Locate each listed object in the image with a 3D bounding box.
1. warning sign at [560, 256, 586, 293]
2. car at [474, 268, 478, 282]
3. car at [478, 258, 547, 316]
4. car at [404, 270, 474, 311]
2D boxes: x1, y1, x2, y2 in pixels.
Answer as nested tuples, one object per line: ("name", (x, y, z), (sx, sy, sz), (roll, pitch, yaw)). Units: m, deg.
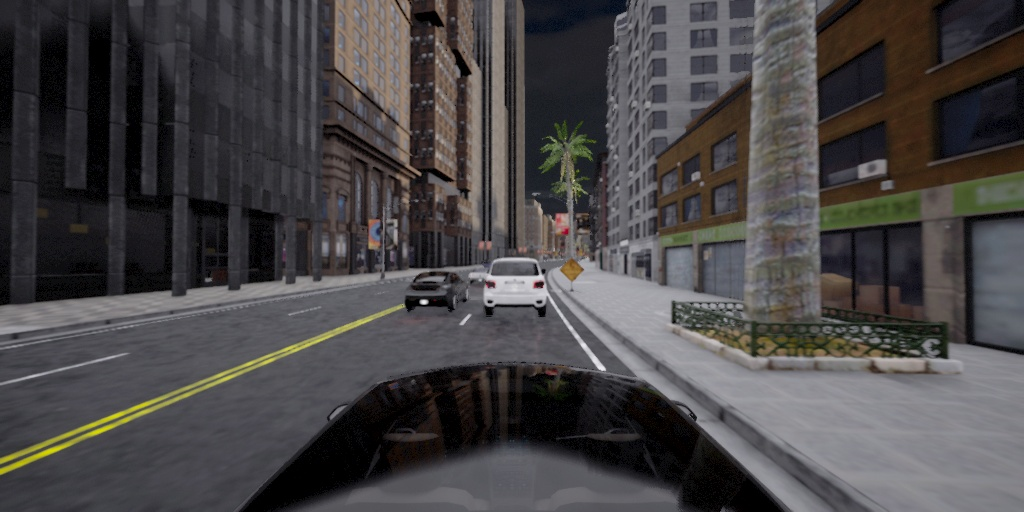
("warning sign", (3.203, 1.023, 19.182), (1.300, 1.860, 1.060), (0, 0, 3))
("car", (-2.276, 1.588, 29.819), (1.895, 1.301, 4.718), (0, 0, 5))
("car", (0.179, 1.092, 14.160), (2.150, 2.045, 5.566), (0, 0, 2))
("car", (-3.025, 1.384, 15.159), (1.837, 1.490, 4.892), (0, 0, 2))
